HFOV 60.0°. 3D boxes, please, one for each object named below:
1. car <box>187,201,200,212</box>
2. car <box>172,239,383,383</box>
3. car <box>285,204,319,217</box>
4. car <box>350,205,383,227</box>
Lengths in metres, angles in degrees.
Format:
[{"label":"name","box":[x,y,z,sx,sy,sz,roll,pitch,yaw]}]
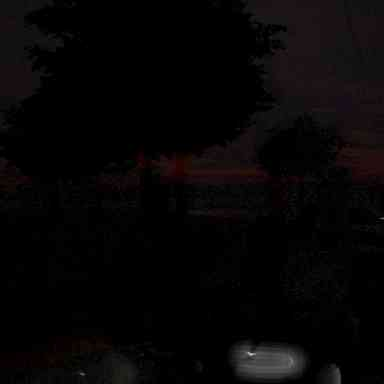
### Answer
[{"label":"car","box":[-0.607,2.185,50.556,2.128,1.511,4.902,-2,0,-30]},{"label":"car","box":[2.050,1.513,4.880,5.008,1.535,1.882,1,0,-36]},{"label":"car","box":[12.366,1.915,36.103,1.895,1.301,4.718,-3,0,-32]},{"label":"car","box":[13.634,1.896,27.219,1.837,1.490,4.892,-2,1,-33]}]
